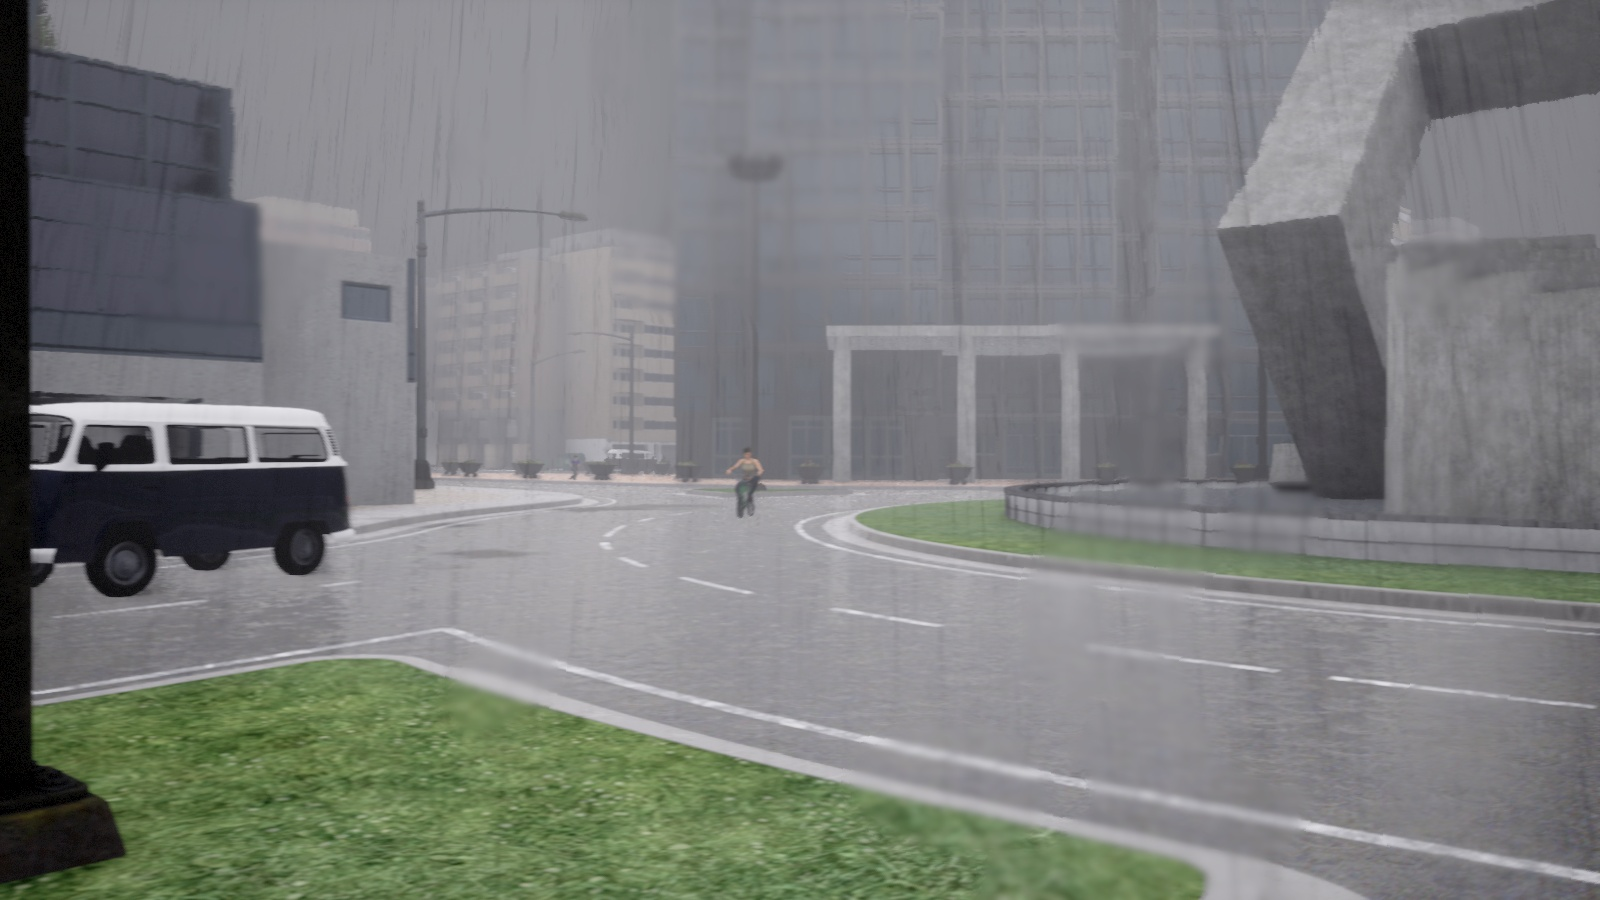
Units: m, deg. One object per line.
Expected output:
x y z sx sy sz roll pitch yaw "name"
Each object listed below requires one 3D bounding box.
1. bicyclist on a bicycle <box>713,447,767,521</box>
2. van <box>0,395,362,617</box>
-1.352 0.746 28.507 0.866 1.612 1.509 1 0 11 "bicyclist on a bicycle"
-7.273 0.512 14.016 2.069 2.038 4.480 0 0 22 "van"
